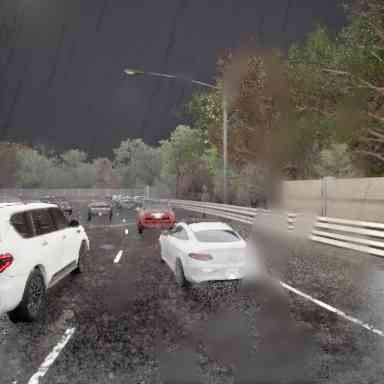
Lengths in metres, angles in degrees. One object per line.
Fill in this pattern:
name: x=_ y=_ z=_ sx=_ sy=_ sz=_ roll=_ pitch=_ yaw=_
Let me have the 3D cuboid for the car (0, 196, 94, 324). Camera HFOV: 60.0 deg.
car: x=-3.883 y=1.221 z=7.216 sx=2.150 sy=2.045 sz=5.566 roll=0 pitch=0 yaw=-5

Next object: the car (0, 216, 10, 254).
car: x=-7.738 y=1.600 z=10.486 sx=1.895 sy=1.301 sz=4.718 roll=0 pitch=0 yaw=-7

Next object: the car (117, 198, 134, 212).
car: x=-7.828 y=1.490 z=39.009 sx=2.128 sy=1.511 sz=4.902 roll=0 pitch=0 yaw=-20

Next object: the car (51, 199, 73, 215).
car: x=-13.668 y=1.546 z=35.144 sx=2.033 sy=1.411 sz=5.357 roll=0 pitch=0 yaw=-20

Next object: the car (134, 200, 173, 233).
car: x=-2.236 y=1.351 z=19.998 sx=2.097 sy=1.767 sz=4.553 roll=0 pitch=0 yaw=-10

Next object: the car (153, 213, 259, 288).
car: x=0.249 y=1.525 z=9.243 sx=1.812 sy=1.442 sz=4.674 roll=0 pitch=0 yaw=-15

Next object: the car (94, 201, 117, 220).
car: x=-7.752 y=1.490 z=28.046 sx=2.128 sy=1.511 sz=4.902 roll=0 pitch=0 yaw=-16
